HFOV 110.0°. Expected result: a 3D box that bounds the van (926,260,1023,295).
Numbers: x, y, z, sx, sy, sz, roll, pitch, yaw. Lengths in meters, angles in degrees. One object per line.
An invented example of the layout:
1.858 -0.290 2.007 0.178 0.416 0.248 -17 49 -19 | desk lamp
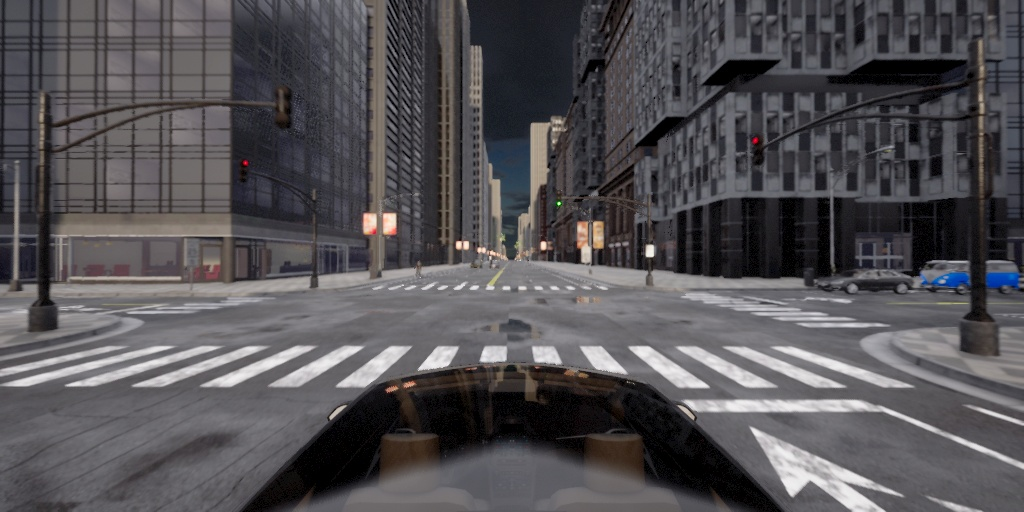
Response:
24.749 1.131 19.514 3.998 1.789 1.690 0 0 0 | van

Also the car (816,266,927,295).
19.130 1.353 19.539 4.403 1.370 2.007 0 0 0 | car

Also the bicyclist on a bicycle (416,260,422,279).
-8.751 1.290 33.492 0.659 1.776 1.843 0 0 0 | bicyclist on a bicycle
